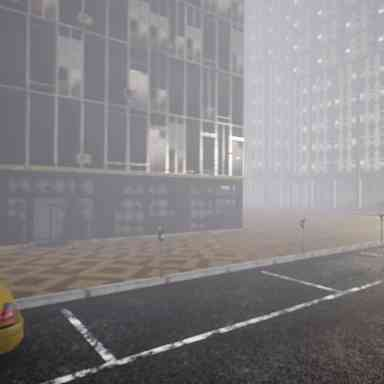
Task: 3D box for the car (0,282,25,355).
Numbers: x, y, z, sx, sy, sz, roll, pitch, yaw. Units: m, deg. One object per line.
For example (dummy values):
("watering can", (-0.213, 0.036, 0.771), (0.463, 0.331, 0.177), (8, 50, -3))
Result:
("car", (-4.444, 1.514, 3.388), (4.829, 1.417, 1.752), (0, 0, -35))
